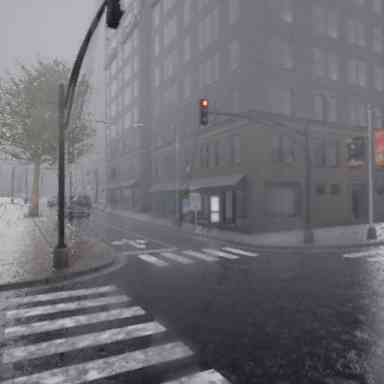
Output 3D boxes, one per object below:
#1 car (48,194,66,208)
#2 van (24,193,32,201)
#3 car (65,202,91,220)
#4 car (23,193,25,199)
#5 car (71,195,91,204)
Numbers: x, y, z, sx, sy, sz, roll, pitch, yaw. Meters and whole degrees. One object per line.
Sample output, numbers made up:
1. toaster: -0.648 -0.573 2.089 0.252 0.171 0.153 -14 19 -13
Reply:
1. car: -20.618 1.383 50.748 2.150 2.045 5.566 0 1 -28
2. van: -34.027 1.267 70.421 1.690 1.788 3.998 2 -1 -28
3. car: -11.715 2.051 33.725 1.895 1.301 4.718 0 0 -28
4. car: -35.595 1.476 73.347 2.008 1.369 4.403 2 -1 -28
5. car: -16.186 1.417 48.358 2.150 2.045 5.566 0 1 -28
